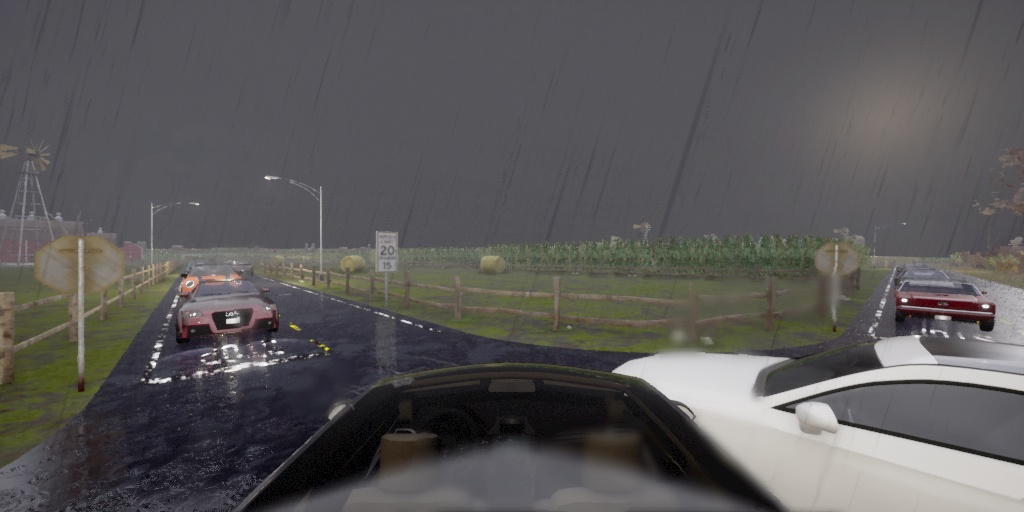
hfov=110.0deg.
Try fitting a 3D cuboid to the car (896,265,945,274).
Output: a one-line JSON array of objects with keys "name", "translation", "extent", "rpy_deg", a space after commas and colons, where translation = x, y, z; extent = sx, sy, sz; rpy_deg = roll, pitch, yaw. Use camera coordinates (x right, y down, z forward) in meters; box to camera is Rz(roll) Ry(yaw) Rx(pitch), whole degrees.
[{"name": "car", "translation": [20.611, 1.358, 17.970], "extent": [5.357, 1.411, 2.033], "rpy_deg": [0, 1, -43]}]

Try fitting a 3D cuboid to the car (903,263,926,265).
[{"name": "car", "translation": [27.371, 1.394, 24.218], "extent": [4.181, 1.385, 1.994], "rpy_deg": [0, 1, -43]}]

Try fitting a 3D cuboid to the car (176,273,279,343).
[{"name": "car", "translation": [-7.932, 1.353, 9.957], "extent": [1.994, 1.385, 4.181], "rpy_deg": [0, 0, -42]}]

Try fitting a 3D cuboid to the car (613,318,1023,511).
[{"name": "car", "translation": [2.840, 1.294, 2.360], "extent": [1.812, 1.442, 4.674], "rpy_deg": [0, 1, -44]}]

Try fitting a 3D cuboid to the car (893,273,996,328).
[{"name": "car", "translation": [13.528, 1.395, 11.413], "extent": [4.718, 1.301, 1.895], "rpy_deg": [0, 1, -43]}]

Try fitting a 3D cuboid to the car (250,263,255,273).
[{"name": "car", "translation": [-26.950, 1.276, 35.687], "extent": [2.128, 1.511, 4.902], "rpy_deg": [0, 0, -41]}]

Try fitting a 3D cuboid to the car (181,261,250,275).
[{"name": "car", "translation": [-13.702, 1.137, 16.446], "extent": [2.097, 1.767, 4.553], "rpy_deg": [0, 0, -42]}]

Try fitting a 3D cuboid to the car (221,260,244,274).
[{"name": "car", "translation": [-33.664, 1.296, 43.151], "extent": [1.837, 1.490, 4.892], "rpy_deg": [0, 0, -41]}]
